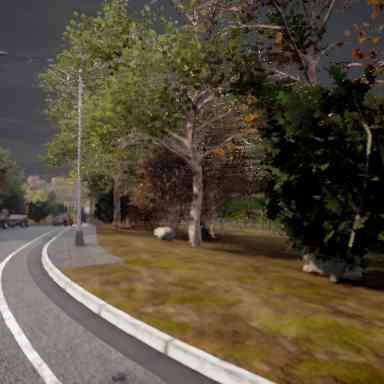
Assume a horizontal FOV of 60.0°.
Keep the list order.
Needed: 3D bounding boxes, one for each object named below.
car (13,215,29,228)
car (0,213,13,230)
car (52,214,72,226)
[{"bbox_3d":[-19.941,3.357,37.977,1.837,1.490,4.892,1,-5,-16],"label":"car"},{"bbox_3d":[-17.018,2.487,28.050,1.837,1.490,4.892,1,-5,-16],"label":"car"},{"bbox_3d":[-19.391,4.277,48.917,2.128,1.511,4.902,1,-5,-17],"label":"car"}]
